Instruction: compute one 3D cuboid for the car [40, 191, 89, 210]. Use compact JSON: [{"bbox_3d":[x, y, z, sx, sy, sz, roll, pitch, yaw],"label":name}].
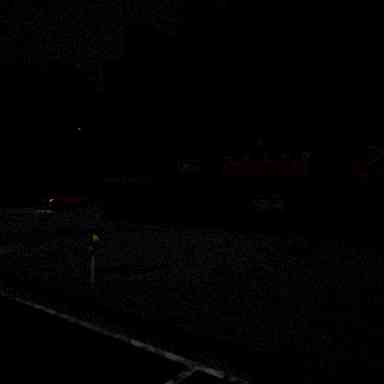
[{"bbox_3d":[-12.656,0.755,33.040,2.097,1.767,4.553,1,2,35],"label":"car"}]
